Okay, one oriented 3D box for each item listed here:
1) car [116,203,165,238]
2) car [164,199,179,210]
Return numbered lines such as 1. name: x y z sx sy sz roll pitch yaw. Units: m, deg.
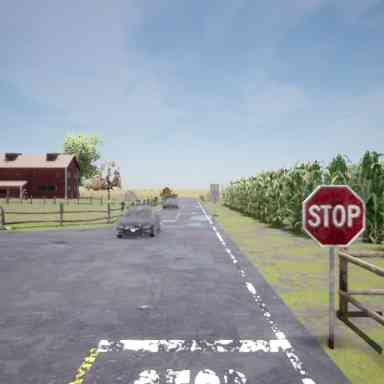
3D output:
1. car: -2.734 1.538 17.834 1.837 1.490 4.892 0 0 0
2. car: -2.713 1.571 43.247 1.994 1.385 4.181 0 0 0
